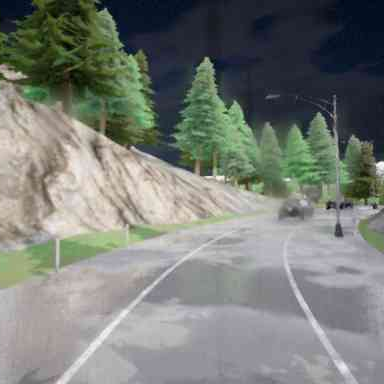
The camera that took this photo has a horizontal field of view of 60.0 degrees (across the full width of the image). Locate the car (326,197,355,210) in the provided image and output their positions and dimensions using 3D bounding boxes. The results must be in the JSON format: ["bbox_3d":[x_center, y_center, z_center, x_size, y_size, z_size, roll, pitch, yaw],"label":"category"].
[{"bbox_3d":[17.024,1.305,38.198,4.674,1.442,1.812,-2,-2,-43],"label":"car"}]

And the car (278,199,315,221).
[{"bbox_3d":[8.870,1.384,28.130,2.097,1.767,4.553,-3,-1,32],"label":"car"}]
